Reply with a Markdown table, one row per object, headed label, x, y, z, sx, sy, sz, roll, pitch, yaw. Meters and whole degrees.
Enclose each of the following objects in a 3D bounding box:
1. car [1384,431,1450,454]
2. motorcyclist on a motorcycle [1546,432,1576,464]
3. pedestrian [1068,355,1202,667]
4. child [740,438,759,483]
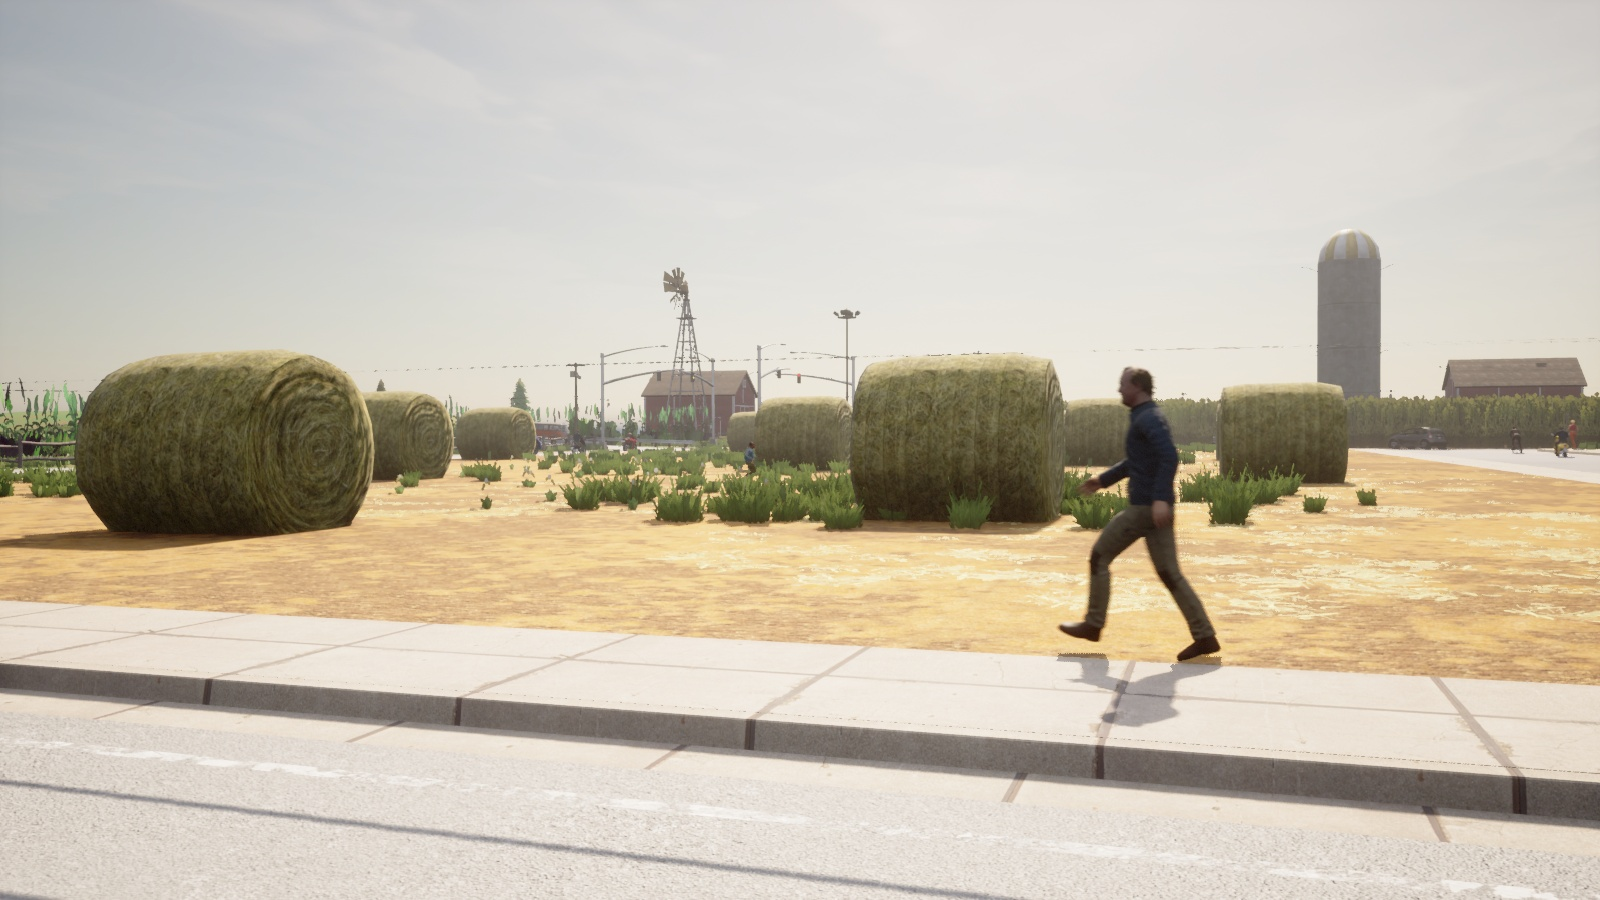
| label | x | y | z | sx | sy | sz | roll | pitch | yaw |
| --- | --- | --- | --- | --- | --- | --- | --- | --- | --- |
| car | 43.670 | -0.539 | 88.936 | 1.851 | 1.617 | 3.988 | 0 | 1 | -22 |
| motorcyclist on a motorcycle | 38.960 | -0.130 | 64.295 | 0.866 | 1.590 | 1.817 | 1 | 1 | 18 |
| pedestrian | 2.062 | 0.355 | 7.734 | 0.726 | 1.842 | 0.402 | 1 | 1 | 25 |
| child | -1.348 | 0.287 | 33.697 | 0.448 | 1.192 | 0.343 | 0 | 1 | 6 |
